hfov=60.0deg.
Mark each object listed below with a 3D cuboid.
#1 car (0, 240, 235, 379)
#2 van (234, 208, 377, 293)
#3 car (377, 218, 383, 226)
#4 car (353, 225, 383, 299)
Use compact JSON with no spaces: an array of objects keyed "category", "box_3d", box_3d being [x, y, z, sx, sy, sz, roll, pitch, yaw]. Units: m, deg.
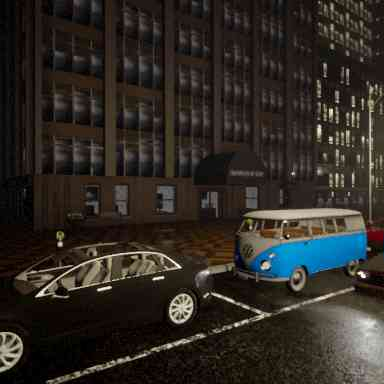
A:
[{"category":"car","box_3d":[-1.659,1.551,5.377,4.403,1.369,2.008,0,0,-35]},{"category":"van","box_3d":[2.843,1.341,8.574,3.998,1.788,1.690,0,0,-35]},{"category":"car","box_3d":[7.348,1.545,11.771,4.507,1.381,1.887,0,0,-35]},{"category":"car","box_3d":[5.853,1.547,7.532,5.357,1.411,2.033,0,0,-35]}]
